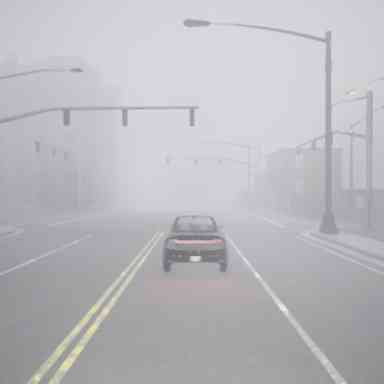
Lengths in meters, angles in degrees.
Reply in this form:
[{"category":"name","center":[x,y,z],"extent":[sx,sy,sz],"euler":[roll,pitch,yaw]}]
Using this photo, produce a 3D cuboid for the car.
[{"category":"car","center":[0.080,1.501,10.908],"extent":[2.128,1.511,4.902],"euler":[0,0,0]}]
